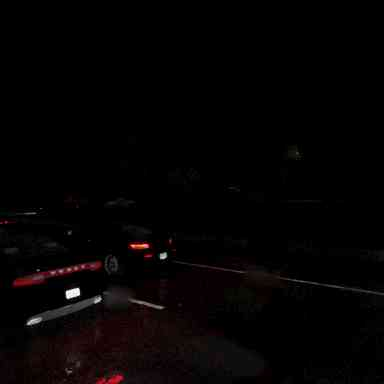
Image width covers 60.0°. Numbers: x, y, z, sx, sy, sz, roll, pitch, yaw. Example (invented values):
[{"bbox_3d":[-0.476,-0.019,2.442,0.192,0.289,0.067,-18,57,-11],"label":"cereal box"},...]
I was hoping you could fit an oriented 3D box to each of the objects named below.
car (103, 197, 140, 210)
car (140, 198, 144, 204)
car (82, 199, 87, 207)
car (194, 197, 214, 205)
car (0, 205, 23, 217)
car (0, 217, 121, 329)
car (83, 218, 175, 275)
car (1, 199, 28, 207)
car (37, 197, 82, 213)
[{"bbox_3d":[-9.546,1.526,44.087,1.812,1.442,4.674,0,0,36],"label":"car"},{"bbox_3d":[-10.615,1.563,60.418,1.994,1.385,4.181,0,0,36],"label":"car"},{"bbox_3d":[-18.210,1.477,50.048,1.882,1.535,5.008,0,0,36],"label":"car"},{"bbox_3d":[2.207,1.564,60.149,1.994,1.385,4.181,0,0,36],"label":"car"},{"bbox_3d":[-10.112,1.505,15.485,4.892,1.490,1.837,0,0,36],"label":"car"},{"bbox_3d":[-3.930,1.478,6.786,5.008,1.535,1.882,0,0,35],"label":"car"},{"bbox_3d":[-2.637,1.526,10.155,4.674,1.442,1.812,0,0,35],"label":"car"},{"bbox_3d":[-23.745,1.601,42.474,1.895,1.301,4.718,0,0,36],"label":"car"},{"bbox_3d":[-14.843,1.564,36.861,1.994,1.385,4.181,0,0,36],"label":"car"}]
